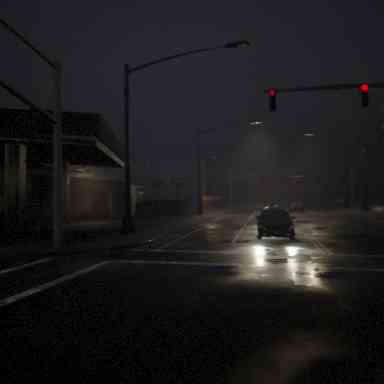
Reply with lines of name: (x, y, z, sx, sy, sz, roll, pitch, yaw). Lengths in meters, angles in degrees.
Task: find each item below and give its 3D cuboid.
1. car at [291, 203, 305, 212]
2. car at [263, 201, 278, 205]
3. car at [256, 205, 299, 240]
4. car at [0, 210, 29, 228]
car: (14.833, 2.228, 47.318, 1.895, 1.301, 4.718, -1, -1, 13)
car: (7.453, 1.936, 31.031, 2.128, 1.511, 4.902, -1, -1, 12)
car: (4.732, 1.750, 18.905, 1.882, 1.535, 5.008, -1, -1, 13)
car: (-14.976, 2.131, 26.250, 3.806, 1.475, 1.970, -1, -1, 14)
